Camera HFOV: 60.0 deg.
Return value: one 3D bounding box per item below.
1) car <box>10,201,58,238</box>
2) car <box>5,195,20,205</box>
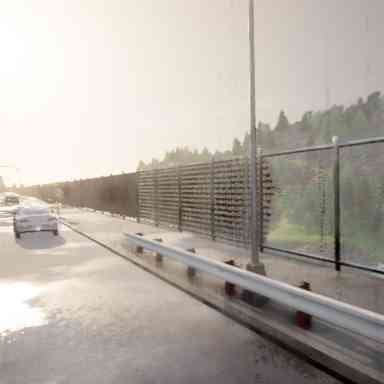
[{"bbox_3d":[-8.025,1.392,16.918,1.812,1.442,4.674,-2,1,-30],"label":"car"},{"bbox_3d":[-28.457,1.149,52.682,1.882,1.535,5.008,-2,1,-30],"label":"car"}]
